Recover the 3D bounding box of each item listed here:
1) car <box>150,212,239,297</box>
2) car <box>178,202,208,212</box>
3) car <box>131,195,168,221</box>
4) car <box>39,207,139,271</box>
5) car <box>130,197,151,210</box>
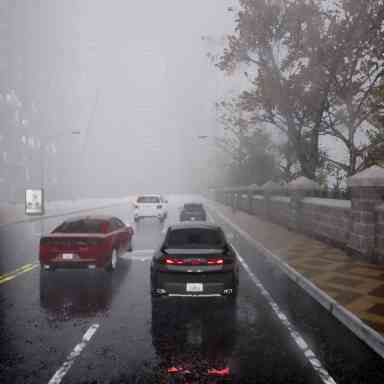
[{"bbox_3d":[0.067,1.503,8.529,1.837,1.490,4.892,0,0,0],"label":"car"},{"bbox_3d":[0.071,1.504,24.212,1.837,1.490,4.892,0,0,0],"label":"car"},{"bbox_3d":[-3.142,1.221,25.922,2.150,2.045,5.566,0,0,-1],"label":"car"},{"bbox_3d":[-3.151,1.475,10.886,1.882,1.535,5.008,0,0,0],"label":"car"},{"bbox_3d":[-6.520,1.482,42.829,1.882,1.535,5.008,0,0,0],"label":"car"}]
